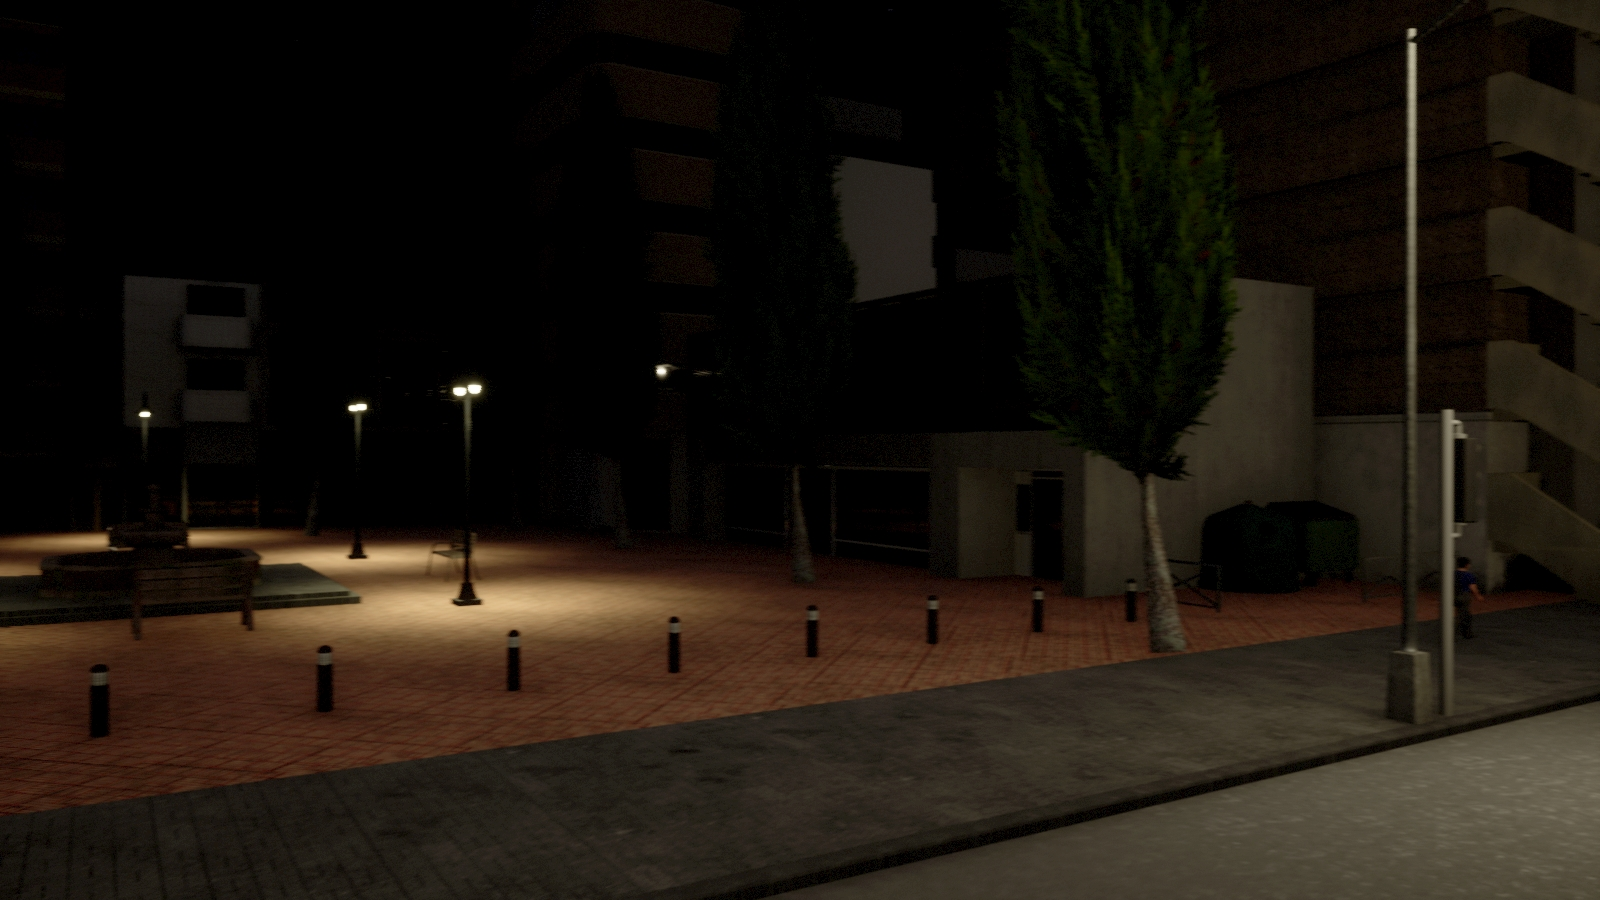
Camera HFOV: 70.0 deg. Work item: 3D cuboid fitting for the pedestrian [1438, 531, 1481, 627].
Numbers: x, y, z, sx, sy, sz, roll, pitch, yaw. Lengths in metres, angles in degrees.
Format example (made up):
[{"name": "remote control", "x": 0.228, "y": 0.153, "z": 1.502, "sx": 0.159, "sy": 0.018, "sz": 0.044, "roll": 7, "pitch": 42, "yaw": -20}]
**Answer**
[{"name": "pedestrian", "x": 9.314, "y": 1.815, "z": 16.136, "sx": 0.375, "sy": 1.300, "sz": 0.375, "roll": 0, "pitch": 0, "yaw": -20}]
